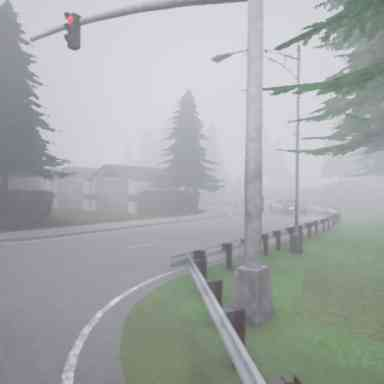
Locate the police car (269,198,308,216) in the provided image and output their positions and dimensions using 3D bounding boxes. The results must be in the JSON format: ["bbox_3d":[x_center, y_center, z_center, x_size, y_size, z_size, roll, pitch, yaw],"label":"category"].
[{"bbox_3d":[8.832,1.324,30.465,2.038,1.542,4.974,-2,0,-9],"label":"police car"}]
